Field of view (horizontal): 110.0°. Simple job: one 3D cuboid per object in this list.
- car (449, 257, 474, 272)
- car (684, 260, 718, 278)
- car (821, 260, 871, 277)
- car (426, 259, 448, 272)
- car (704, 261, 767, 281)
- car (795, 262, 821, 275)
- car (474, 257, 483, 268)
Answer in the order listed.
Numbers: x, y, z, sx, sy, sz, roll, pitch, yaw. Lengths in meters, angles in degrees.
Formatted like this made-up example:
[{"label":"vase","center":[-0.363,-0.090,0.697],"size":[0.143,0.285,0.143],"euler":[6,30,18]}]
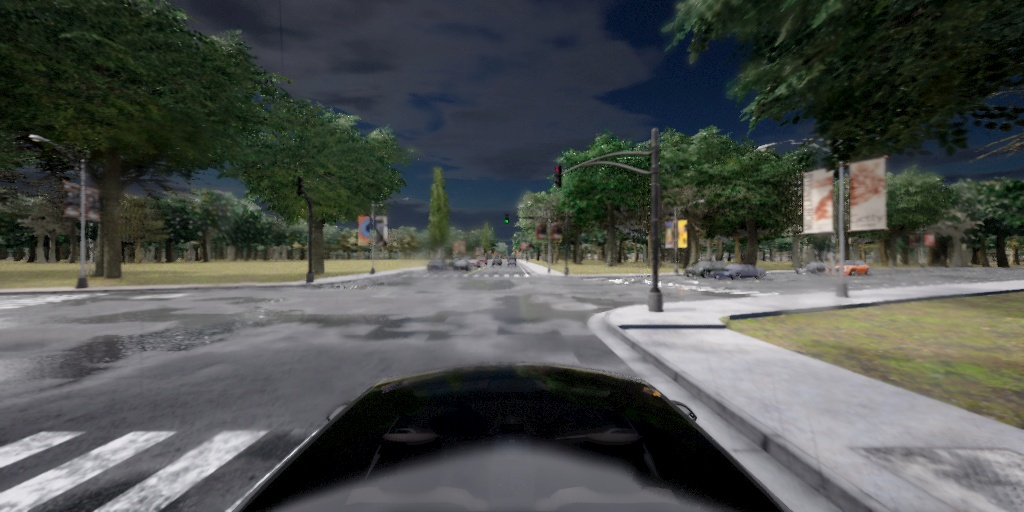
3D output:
[{"label":"car","center":[-6.556,1.261,47.406],"size":[1.882,1.535,5.008],"euler":[0,0,1]},{"label":"car","center":[18.718,1.213,34.359],"size":[4.553,1.767,2.097],"euler":[0,0,-23]},{"label":"car","center":[35.605,1.240,37.961],"size":[4.553,1.767,2.097],"euler":[0,0,-23]},{"label":"car","center":[-9.807,1.135,47.272],"size":[2.097,1.767,4.553],"euler":[0,0,0]},{"label":"car","center":[19.796,1.389,31.291],"size":[5.357,1.411,2.033],"euler":[0,0,-23]},{"label":"car","center":[34.677,1.432,41.087],"size":[4.674,1.442,1.812],"euler":[0,0,-23]},{"label":"car","center":[-6.521,1.328,61.854],"size":[1.812,1.442,4.674],"euler":[0,0,1]}]
